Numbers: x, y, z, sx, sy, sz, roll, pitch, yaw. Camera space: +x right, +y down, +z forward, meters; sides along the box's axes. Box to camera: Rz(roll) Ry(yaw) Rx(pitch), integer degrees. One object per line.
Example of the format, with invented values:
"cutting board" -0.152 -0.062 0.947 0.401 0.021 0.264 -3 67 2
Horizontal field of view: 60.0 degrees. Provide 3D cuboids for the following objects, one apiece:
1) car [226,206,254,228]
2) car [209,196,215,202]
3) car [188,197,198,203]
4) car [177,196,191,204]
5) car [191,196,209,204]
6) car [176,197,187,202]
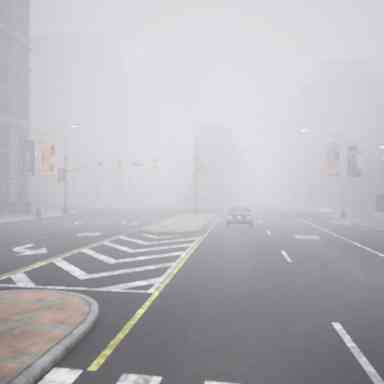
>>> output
"car" 3.315 1.651 23.136 2.033 1.411 5.357 0 0 9
"car" 3.956 1.904 83.891 1.994 1.385 4.181 0 0 8
"car" 0.388 1.936 83.674 1.895 1.301 4.718 0 0 8
"car" -1.682 1.633 69.383 2.097 1.767 4.553 0 0 8
"car" 1.797 1.795 69.018 2.128 1.511 4.902 0 0 8
"car" -2.665 1.934 85.263 1.895 1.301 4.718 0 0 8
